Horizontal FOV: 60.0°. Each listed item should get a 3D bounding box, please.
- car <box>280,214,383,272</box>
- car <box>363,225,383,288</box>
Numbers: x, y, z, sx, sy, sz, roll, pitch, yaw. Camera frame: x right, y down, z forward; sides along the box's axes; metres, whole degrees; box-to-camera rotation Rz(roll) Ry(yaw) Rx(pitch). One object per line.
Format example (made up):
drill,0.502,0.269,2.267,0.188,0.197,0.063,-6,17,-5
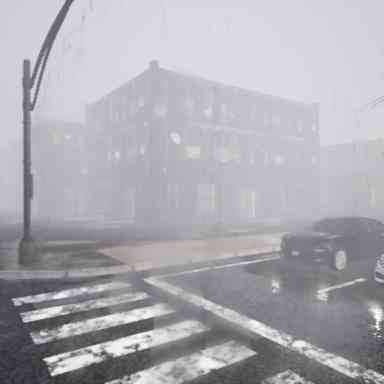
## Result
car,5.082,1.555,11.284,5.008,1.535,1.882,1,0,-36
car,6.417,1.598,8.245,4.674,1.442,1.812,1,0,-35
